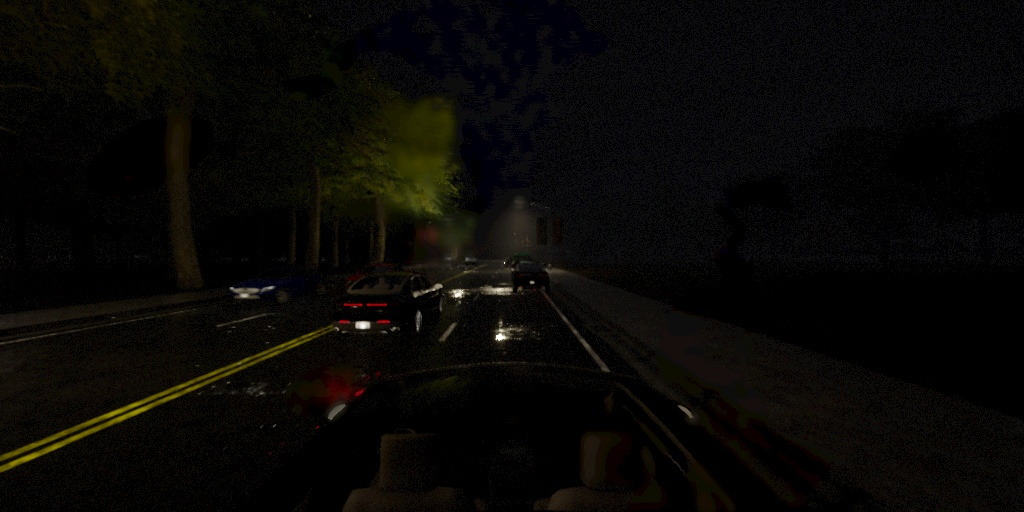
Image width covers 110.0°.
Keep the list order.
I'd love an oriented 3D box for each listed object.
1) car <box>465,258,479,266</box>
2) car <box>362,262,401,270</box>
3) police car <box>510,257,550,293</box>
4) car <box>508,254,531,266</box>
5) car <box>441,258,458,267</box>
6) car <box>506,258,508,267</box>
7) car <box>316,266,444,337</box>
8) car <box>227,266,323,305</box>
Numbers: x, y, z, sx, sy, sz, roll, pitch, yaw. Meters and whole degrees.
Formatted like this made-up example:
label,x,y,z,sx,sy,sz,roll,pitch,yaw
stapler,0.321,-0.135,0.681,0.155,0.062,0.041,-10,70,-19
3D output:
label,x,y,z,sx,sy,sz,roll,pitch,yaw
car,-6.561,1.013,58.462,1.895,1.301,4.718,0,0,1
car,-6.602,1.115,18.154,1.882,1.535,5.008,0,0,0
police car,0.971,1.052,19.970,1.930,1.638,5.238,0,0,0
car,0.968,0.913,29.830,2.097,1.767,4.553,0,0,0
car,-9.820,0.983,56.508,1.994,1.385,4.181,0,0,0
car,-0.011,0.932,55.112,1.837,1.490,4.892,0,1,0
car,-3.151,1.197,9.993,1.837,1.490,4.892,0,0,0
car,-9.852,1.180,15.533,1.812,1.442,4.674,0,0,0
